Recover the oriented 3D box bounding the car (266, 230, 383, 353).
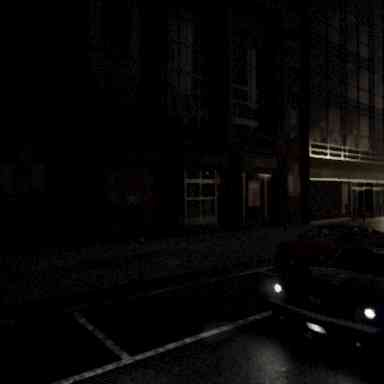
[{"bbox_3d":[3.522,1.639,6.119,4.718,1.301,1.895,0,-1,-38],"label":"car"}]

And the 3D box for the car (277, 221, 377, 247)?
[{"bbox_3d":[4.359,1.609,10.015,4.507,1.381,1.887,0,-1,-38],"label":"car"}]
